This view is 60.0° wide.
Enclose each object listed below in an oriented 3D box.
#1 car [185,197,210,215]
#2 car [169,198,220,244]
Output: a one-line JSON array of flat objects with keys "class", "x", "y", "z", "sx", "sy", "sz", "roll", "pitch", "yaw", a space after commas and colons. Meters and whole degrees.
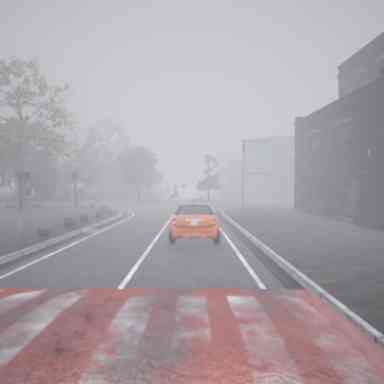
[{"class": "car", "x": 0.609, "y": 1.291, "z": 31.743, "sx": 2.033, "sy": 1.411, "sz": 5.357, "roll": 0, "pitch": 0, "yaw": 5}, {"class": "car", "x": 0.098, "y": 1.232, "z": 15.271, "sx": 2.097, "sy": 1.767, "sz": 4.553, "roll": 0, "pitch": 0, "yaw": 0}]
